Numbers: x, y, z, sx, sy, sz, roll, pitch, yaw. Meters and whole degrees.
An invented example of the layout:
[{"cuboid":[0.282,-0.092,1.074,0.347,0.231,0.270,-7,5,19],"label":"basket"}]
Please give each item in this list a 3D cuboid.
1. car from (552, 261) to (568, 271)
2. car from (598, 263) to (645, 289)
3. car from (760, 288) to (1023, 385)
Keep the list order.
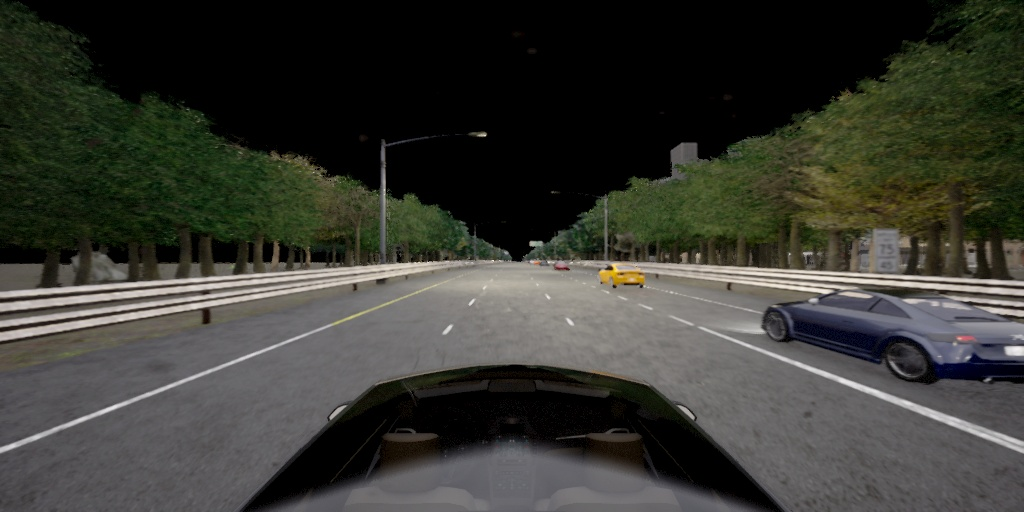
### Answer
[{"cuboid":[7.133,1.438,53.078,1.994,1.385,4.181,0,0,0],"label":"car"},{"cuboid":[7.027,1.238,23.450,1.882,1.535,5.008,0,0,0],"label":"car"},{"cuboid":[7.133,1.317,7.109,1.994,1.385,4.181,0,0,-2],"label":"car"}]
